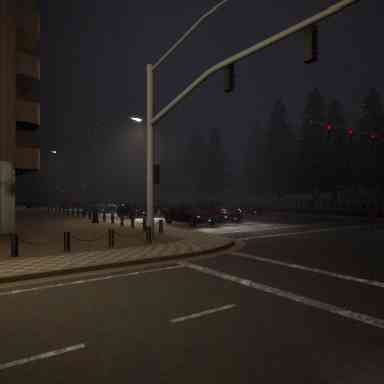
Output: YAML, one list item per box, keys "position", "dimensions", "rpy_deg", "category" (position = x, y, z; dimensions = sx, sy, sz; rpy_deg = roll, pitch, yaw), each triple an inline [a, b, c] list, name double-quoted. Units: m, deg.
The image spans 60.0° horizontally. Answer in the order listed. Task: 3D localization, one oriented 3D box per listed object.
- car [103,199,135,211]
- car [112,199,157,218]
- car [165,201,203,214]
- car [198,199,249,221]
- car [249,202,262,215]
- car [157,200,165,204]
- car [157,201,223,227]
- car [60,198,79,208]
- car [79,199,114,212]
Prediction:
- position: [-9.362, 1.603, 42.156]
  dimensions: [2.033, 1.411, 5.357]
  rpy_deg: [0, 0, -35]
  category: "car"
- position: [-5.378, 1.619, 30.617]
  dimensions: [1.994, 1.385, 4.181]
  rpy_deg: [0, 0, -36]
  category: "car"
- position: [-0.958, 1.656, 36.802]
  dimensions: [1.895, 1.301, 4.718]
  rpy_deg: [0, 0, -36]
  category: "car"
- position: [1.919, 1.407, 26.478]
  dimensions: [2.097, 1.767, 4.553]
  rpy_deg: [0, 0, -36]
  category: "car"
- position: [4.948, 1.656, 34.585]
  dimensions: [1.895, 1.301, 4.718]
  rpy_deg: [0, 0, -36]
  category: "car"
- position: [-3.316, 1.547, 33.749]
  dimensions: [2.128, 1.511, 4.902]
  rpy_deg: [0, 0, -36]
  category: "car"
- position: [-0.262, 1.581, 23.547]
  dimensions: [1.812, 1.442, 4.674]
  rpy_deg: [0, 0, -37]
  category: "car"
- position: [-17.227, 1.533, 47.149]
  dimensions: [1.882, 1.535, 5.008]
  rpy_deg: [0, 0, -35]
  category: "car"
- position: [-11.119, 1.656, 38.602]
  dimensions: [1.895, 1.301, 4.718]
  rpy_deg: [0, 0, -36]
  category: "car"
